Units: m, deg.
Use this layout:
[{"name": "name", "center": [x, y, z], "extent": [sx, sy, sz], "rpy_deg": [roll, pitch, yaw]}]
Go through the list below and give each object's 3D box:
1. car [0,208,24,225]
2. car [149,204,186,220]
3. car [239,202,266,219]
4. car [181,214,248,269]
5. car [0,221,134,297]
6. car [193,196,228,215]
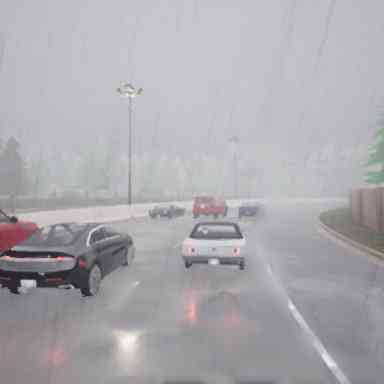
[{"name": "car", "center": [-6.403, 1.257, 9.127], "extent": [2.150, 2.045, 5.566], "rpy_deg": [0, 0, 5]}, {"name": "car", "center": [-2.092, 1.732, 29.980], "extent": [1.895, 1.301, 4.718], "rpy_deg": [0, 0, 18]}, {"name": "car", "center": [5.629, 1.618, 30.830], "extent": [1.882, 1.535, 5.008], "rpy_deg": [0, 0, 20]}, {"name": "car", "center": [0.884, 1.652, 11.397], "extent": [1.895, 1.301, 4.718], "rpy_deg": [0, 0, 7]}, {"name": "car", "center": [-2.898, 1.528, 8.719], "extent": [2.128, 1.511, 4.902], "rpy_deg": [0, 0, 5]}, {"name": "car", "center": [1.760, 1.357, 30.494], "extent": [2.150, 2.045, 5.566], "rpy_deg": [0, 0, 19]}]
